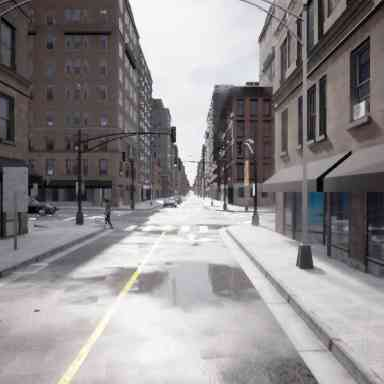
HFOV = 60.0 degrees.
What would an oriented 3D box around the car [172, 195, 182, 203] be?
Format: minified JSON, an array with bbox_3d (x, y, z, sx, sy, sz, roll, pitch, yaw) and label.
[{"bbox_3d":[-3.083,1.465,69.404,1.837,1.490,4.892,0,0,0],"label":"car"}]

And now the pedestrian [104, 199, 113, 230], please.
[{"bbox_3d":[-4.907,1.288,19.503,0.375,1.860,0.375,0,0,0],"label":"pedestrian"}]

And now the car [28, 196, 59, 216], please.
[{"bbox_3d":[-14.035,1.146,29.022,4.553,1.767,2.097,1,0,-1],"label":"car"}]

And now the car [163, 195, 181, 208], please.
[{"bbox_3d":[-3.184,1.524,48.997,2.033,1.411,5.357,0,0,0],"label":"car"}]
